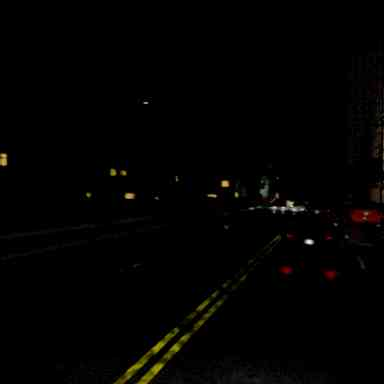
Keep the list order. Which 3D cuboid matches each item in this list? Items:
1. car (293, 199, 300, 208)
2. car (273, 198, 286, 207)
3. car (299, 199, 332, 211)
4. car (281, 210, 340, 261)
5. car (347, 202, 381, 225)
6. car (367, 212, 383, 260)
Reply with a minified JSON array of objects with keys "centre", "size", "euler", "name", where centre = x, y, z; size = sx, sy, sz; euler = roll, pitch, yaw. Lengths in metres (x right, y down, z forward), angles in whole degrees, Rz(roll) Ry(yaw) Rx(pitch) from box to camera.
[{"centre":[18.179,1.892,56.268],"size":[1.812,1.442,4.674],"euler":[1,0,22],"name":"car"},{"centre":[15.097,1.839,57.308],"size":[1.837,1.490,4.892],"euler":[1,0,22],"name":"car"},{"centre":[10.045,1.523,26.591],"size":[2.097,1.767,4.553],"euler":[1,0,22],"name":"car"},{"centre":[4.651,1.642,12.939],"size":[1.994,1.385,4.181],"euler":[1,0,22],"name":"car"},{"centre":[13.070,1.553,25.403],"size":[2.097,1.767,4.553],"euler":[1,0,22],"name":"car"},{"centre":[7.756,1.673,11.949],"size":[1.994,1.385,4.181],"euler":[1,0,22],"name":"car"}]
